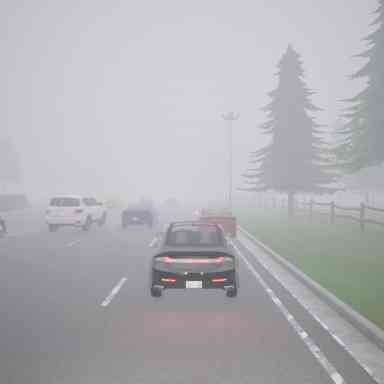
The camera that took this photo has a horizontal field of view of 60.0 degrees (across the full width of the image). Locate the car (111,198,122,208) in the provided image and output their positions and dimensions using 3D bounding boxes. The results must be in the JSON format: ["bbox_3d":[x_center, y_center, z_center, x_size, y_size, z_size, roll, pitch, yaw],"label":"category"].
[{"bbox_3d":[-10.394,1.477,44.707,1.882,1.535,5.008,0,0,0],"label":"car"}]

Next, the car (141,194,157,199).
[{"bbox_3d":[-6.894,1.492,50.423,2.128,1.511,4.902,0,0,0],"label":"car"}]

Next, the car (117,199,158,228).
[{"bbox_3d":[-3.397,1.477,22.426,1.882,1.535,5.008,0,0,0],"label":"car"}]

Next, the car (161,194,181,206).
[{"bbox_3d":[-3.393,1.493,55.380,2.128,1.511,4.902,0,0,0],"label":"car"}]

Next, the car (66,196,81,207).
[{"bbox_3d":[-18.772,1.491,52.720,2.128,1.511,4.902,0,0,-21],"label":"car"}]

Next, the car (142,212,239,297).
[{"bbox_3d":[0.053,1.492,8.547,2.128,1.511,4.902,0,0,0],"label":"car"}]

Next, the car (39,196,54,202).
[{"bbox_3d":[-33.334,1.552,76.124,1.994,1.385,4.181,0,0,-40],"label":"car"}]

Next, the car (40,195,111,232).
[{"bbox_3d":[-6.897,1.221,20.308,2.150,2.045,5.566,0,0,0],"label":"car"}]

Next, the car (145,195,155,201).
[{"bbox_3d":[-10.489,1.540,83.446,2.033,1.411,5.357,0,0,0],"label":"car"}]

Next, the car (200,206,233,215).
[{"bbox_3d":[1.227,1.478,17.888,1.882,1.535,5.008,0,0,0],"label":"car"}]

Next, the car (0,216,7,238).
[{"bbox_3d":[-10.396,1.352,14.935,2.097,1.767,4.553,0,0,0],"label":"car"}]
